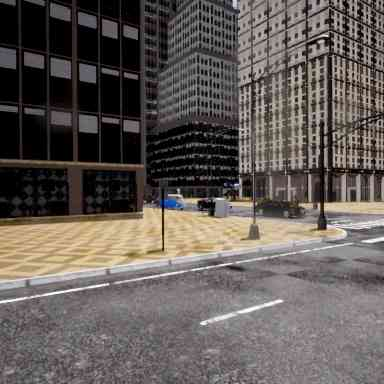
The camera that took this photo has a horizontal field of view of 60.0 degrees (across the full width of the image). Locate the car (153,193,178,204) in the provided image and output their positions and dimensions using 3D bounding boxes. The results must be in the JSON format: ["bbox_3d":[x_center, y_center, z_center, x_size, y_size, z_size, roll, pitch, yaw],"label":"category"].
[{"bbox_3d":[-4.721,1.036,58.011,2.192,1.841,5.009,0,0,-34],"label":"car"}]

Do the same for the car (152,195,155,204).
[{"bbox_3d":[-3.312,1.347,45.594,1.812,1.442,4.674,-1,0,-34],"label":"car"}]

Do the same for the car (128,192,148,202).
[{"bbox_3d":[-10.924,0.982,67.191,2.192,1.841,5.009,0,0,-34],"label":"car"}]

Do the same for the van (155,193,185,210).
[{"bbox_3d":[-2.360,1.211,39.550,1.690,1.788,3.998,0,0,-34],"label":"van"}]

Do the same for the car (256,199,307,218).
[{"bbox_3d":[7.723,1.420,29.245,1.837,1.490,4.892,-1,1,-34],"label":"car"}]

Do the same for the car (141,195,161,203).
[{"bbox_3d":[-7.822,1.239,62.602,1.887,1.381,4.507,0,0,-34],"label":"car"}]

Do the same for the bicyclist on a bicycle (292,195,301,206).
[{"bbox_3d":[12.028,1.119,38.473,1.656,1.620,0.582,-1,1,-34],"label":"bicyclist on a bicycle"}]

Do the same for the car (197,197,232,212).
[{"bbox_3d":[2.448,1.362,37.053,2.128,1.511,4.902,-1,1,-34],"label":"car"}]

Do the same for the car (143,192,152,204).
[{"bbox_3d":[-6.396,1.252,55.771,1.837,1.490,4.892,-1,1,-34],"label":"car"}]
